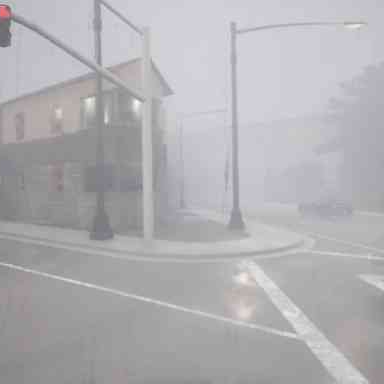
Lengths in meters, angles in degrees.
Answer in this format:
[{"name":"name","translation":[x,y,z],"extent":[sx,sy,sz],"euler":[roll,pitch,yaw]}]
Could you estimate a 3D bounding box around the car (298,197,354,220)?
[{"name":"car","translation":[9.444,1.096,23.965],"extent":[2.128,1.511,4.902],"euler":[-1,1,-11]}]
